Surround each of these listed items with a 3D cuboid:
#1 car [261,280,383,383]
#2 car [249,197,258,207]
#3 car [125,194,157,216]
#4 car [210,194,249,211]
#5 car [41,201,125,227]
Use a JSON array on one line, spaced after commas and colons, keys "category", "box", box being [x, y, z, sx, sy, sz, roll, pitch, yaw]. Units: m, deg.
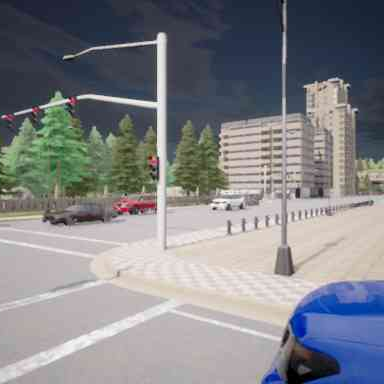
[{"category": "car", "box": [3.183, 1.223, 1.697, 5.566, 2.045, 2.150, 0, 0, 36]}, {"category": "car", "box": [8.824, 1.550, 52.381, 1.994, 1.385, 4.181, 0, 0, 36]}, {"category": "car", "box": [-5.166, 1.206, 32.858, 2.150, 2.045, 5.566, 0, 0, 35]}, {"category": "car", "box": [4.421, 1.209, 40.281, 2.150, 2.045, 5.566, 0, 0, 36]}, {"category": "car", "box": [-7.627, 1.535, 23.367, 2.033, 1.411, 5.357, 0, 0, 35]}]
